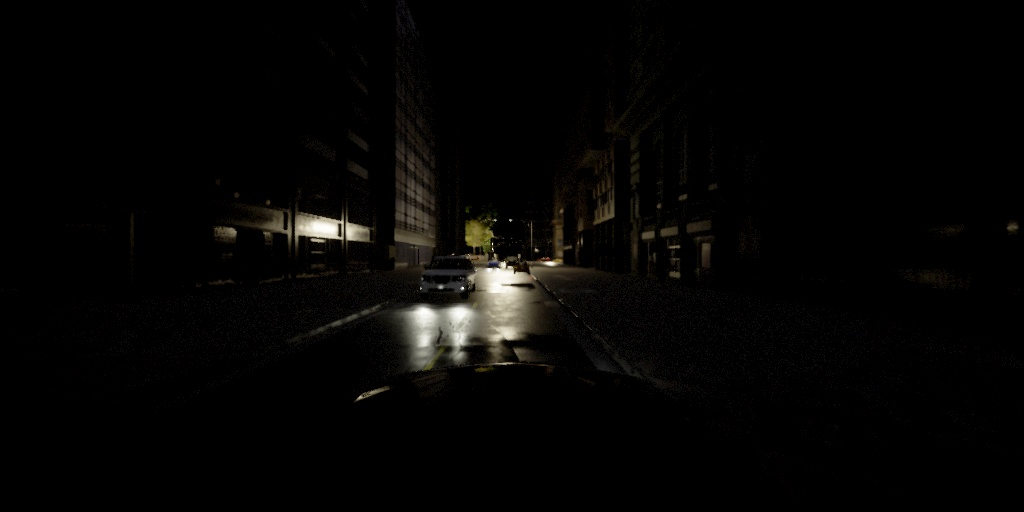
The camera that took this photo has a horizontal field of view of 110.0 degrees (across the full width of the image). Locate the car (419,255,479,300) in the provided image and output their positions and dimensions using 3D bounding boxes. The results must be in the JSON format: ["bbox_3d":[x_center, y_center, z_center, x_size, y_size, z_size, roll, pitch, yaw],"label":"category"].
[{"bbox_3d":[-3.090,0.986,18.324,2.150,2.045,5.566,0,0,0],"label":"car"}]

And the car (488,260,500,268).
[{"bbox_3d":[-3.007,1.404,60.499,1.895,1.301,4.718,0,0,1],"label":"car"}]

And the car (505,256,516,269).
[{"bbox_3d":[0.026,1.022,58.148,2.150,2.045,5.566,0,0,0],"label":"car"}]

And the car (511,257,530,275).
[{"bbox_3d":[1.068,1.240,39.999,1.801,1.575,5.366,0,0,0],"label":"car"}]
